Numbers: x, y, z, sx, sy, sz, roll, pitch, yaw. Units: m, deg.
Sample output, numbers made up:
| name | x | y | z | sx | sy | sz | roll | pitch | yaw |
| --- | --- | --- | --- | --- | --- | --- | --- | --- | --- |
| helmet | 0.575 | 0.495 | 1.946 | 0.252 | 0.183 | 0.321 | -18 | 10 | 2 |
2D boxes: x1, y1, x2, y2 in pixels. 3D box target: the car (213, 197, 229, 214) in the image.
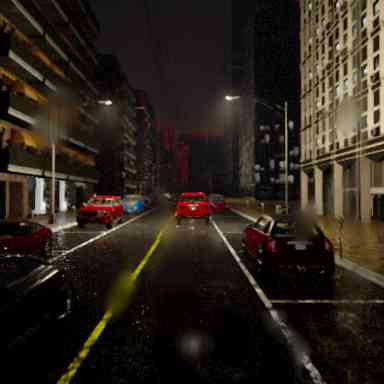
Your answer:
| name | x | y | z | sx | sy | sz | roll | pitch | yaw |
| --- | --- | --- | --- | --- | --- | --- | --- | --- | --- |
| car | 2.681 | 1.411 | 32.399 | 1.802 | 1.307 | 4.206 | 1 | 0 | 0 |

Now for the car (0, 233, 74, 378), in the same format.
| name | x | y | z | sx | sy | sz | roll | pitch | yaw |
| --- | --- | --- | --- | --- | --- | --- | --- | --- | --- |
| car | -3.103 | 1.541 | 4.270 | 1.994 | 1.385 | 4.181 | 0 | 0 | 0 |

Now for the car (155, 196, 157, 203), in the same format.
| name | x | y | z | sx | sy | sz | roll | pitch | yaw |
| --- | --- | --- | --- | --- | --- | --- | --- | --- | --- |
| car | -5.682 | 1.294 | 54.480 | 1.802 | 1.307 | 4.206 | 1 | 0 | 0 |

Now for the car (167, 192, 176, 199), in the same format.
| name | x | y | z | sx | sy | sz | roll | pitch | yaw |
| --- | --- | --- | --- | --- | --- | --- | --- | --- | --- |
| car | -5.737 | 0.825 | 92.639 | 2.192 | 1.841 | 5.009 | 1 | 0 | 0 |

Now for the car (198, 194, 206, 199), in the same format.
| name | x | y | z | sx | sy | sz | roll | pitch | yaw |
| --- | --- | --- | --- | --- | --- | --- | --- | --- | --- |
| car | 2.641 | 1.122 | 87.156 | 1.802 | 1.307 | 4.206 | 1 | 0 | 0 |

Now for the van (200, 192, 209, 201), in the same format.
| name | x | y | z | sx | sy | sz | roll | pitch | yaw |
| --- | --- | --- | --- | --- | --- | --- | --- | --- | --- |
| van | 2.658 | 0.968 | 70.632 | 1.690 | 1.788 | 3.998 | 1 | 0 | 0 |

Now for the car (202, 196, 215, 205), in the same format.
| name | x | y | z | sx | sy | sz | roll | pitch | yaw |
| --- | --- | --- | --- | --- | --- | --- | --- | --- | --- |
| car | 2.665 | 1.294 | 54.590 | 1.802 | 1.307 | 4.206 | 1 | 0 | 0 |

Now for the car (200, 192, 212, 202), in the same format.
| name | x | y | z | sx | sy | sz | roll | pitch | yaw |
| --- | --- | --- | --- | --- | --- | --- | --- | --- | --- |
| car | 2.662 | 0.971 | 65.124 | 2.192 | 1.841 | 5.009 | 1 | 0 | 0 |

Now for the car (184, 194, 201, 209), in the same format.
| name | x | y | z | sx | sy | sz | roll | pitch | yaw |
| --- | --- | --- | --- | --- | --- | --- | --- | --- | --- |
| car | 0.070 | 1.130 | 42.203 | 2.097 | 1.767 | 4.553 | 0 | 0 | 0 |

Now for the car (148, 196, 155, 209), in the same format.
| name | x | y | z | sx | sy | sz | roll | pitch | yaw |
| --- | --- | --- | --- | --- | --- | --- | --- | --- | --- |
| car | -5.670 | 1.382 | 37.841 | 1.802 | 1.307 | 4.206 | 1 | 0 | 0 |

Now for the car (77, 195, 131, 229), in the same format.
| name | x | y | z | sx | sy | sz | roll | pitch | yaw |
| --- | --- | --- | --- | --- | --- | --- | --- | --- | --- |
| car | -5.653 | 1.204 | 21.199 | 2.192 | 1.841 | 5.009 | 1 | 0 | 0 |

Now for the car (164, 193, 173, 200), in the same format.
| name | x | y | z | sx | sy | sz | roll | pitch | yaw |
| --- | --- | --- | --- | --- | --- | --- | --- | --- | --- |
| car | -5.733 | 1.095 | 81.448 | 1.752 | 1.417 | 4.829 | 1 | 0 | 0 |

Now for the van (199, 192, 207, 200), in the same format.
| name | x | y | z | sx | sy | sz | roll | pitch | yaw |
| --- | --- | --- | --- | --- | --- | --- | --- | --- | --- |
| van | 2.650 | 0.910 | 81.648 | 1.690 | 1.788 | 3.998 | 1 | 0 | 0 |

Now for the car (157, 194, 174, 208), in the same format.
| name | x | y | z | sx | sy | sz | roll | pitch | yaw |
| --- | --- | --- | --- | --- | --- | --- | --- | --- | --- |
| car | -3.125 | 1.312 | 44.563 | 2.033 | 1.411 | 5.357 | 0 | 0 | 0 |

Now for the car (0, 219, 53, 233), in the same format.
| name | x | y | z | sx | sy | sz | roll | pitch | yaw |
| --- | --- | --- | --- | --- | --- | --- | --- | --- | --- |
| car | -5.650 | 1.529 | 10.108 | 1.802 | 1.307 | 4.206 | 1 | 0 | 0 |

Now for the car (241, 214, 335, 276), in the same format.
| name | x | y | z | sx | sy | sz | roll | pitch | yaw |
| --- | --- | --- | --- | --- | --- | --- | --- | --- | --- |
| car | 2.700 | 1.387 | 10.208 | 1.967 | 1.590 | 4.097 | 1 | 0 | 0 |

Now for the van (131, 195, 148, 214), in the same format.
| name | x | y | z | sx | sy | sz | roll | pitch | yaw |
| --- | --- | --- | --- | --- | --- | --- | --- | --- | --- |
| van | -5.661 | 1.171 | 32.292 | 1.690 | 1.788 | 3.998 | 1 | 0 | 0 |

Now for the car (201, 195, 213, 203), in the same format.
| name | x | y | z | sx | sy | sz | roll | pitch | yaw |
| --- | --- | --- | --- | --- | --- | --- | --- | --- | --- |
| car | 2.661 | 1.267 | 59.618 | 1.802 | 1.307 | 4.206 | 1 | 0 | 0 |

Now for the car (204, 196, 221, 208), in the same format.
| name | x | y | z | sx | sy | sz | roll | pitch | yaw |
| --- | --- | --- | --- | --- | --- | --- | --- | --- | --- |
| car | 2.674 | 1.315 | 43.494 | 1.887 | 1.381 | 4.507 | 1 | 0 | 0 |

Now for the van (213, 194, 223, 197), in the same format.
| name | x | y | z | sx | sy | sz | roll | pitch | yaw |
| --- | --- | --- | --- | --- | --- | --- | --- | --- | --- |
| van | 2.682 | 1.141 | 37.946 | 1.690 | 1.788 | 3.998 | 1 | 0 | 0 |

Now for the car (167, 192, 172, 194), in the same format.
| name | x | y | z | sx | sy | sz | roll | pitch | yaw |
| --- | --- | --- | --- | --- | --- | --- | --- | --- | --- |
| car | -5.725 | 1.153 | 70.425 | 1.752 | 1.417 | 4.829 | 1 | 0 | 0 |

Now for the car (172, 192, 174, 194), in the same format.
| name | x | y | z | sx | sy | sz | roll | pitch | yaw |
| --- | --- | --- | --- | --- | --- | --- | --- | --- | --- |
| car | -5.729 | 1.124 | 75.938 | 1.752 | 1.417 | 4.829 | 1 | 0 | 0 |

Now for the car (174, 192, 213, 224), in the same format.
| name | x | y | z | sx | sy | sz | roll | pitch | yaw |
| --- | --- | --- | --- | --- | --- | --- | --- | --- | --- |
| car | 0.081 | 1.097 | 23.548 | 2.150 | 2.045 | 5.566 | 0 | 0 | 0 |
